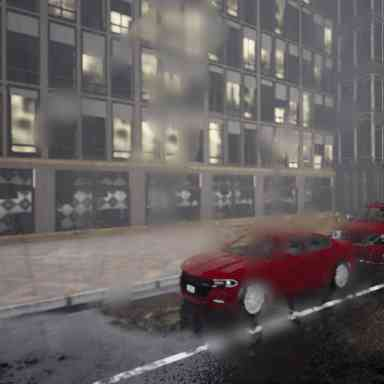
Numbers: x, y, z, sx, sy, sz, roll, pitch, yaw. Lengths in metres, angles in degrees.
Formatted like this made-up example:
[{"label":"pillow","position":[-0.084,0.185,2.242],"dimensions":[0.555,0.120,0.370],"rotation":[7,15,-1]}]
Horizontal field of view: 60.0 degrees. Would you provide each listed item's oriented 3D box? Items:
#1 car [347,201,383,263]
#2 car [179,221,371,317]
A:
[{"label":"car","position":[6.406,1.243,10.627],"dimensions":[5.009,1.841,2.192],"rotation":[0,0,-35]},{"label":"car","position":[1.813,1.508,7.380],"dimensions":[4.507,1.381,1.887],"rotation":[0,0,-35]}]
